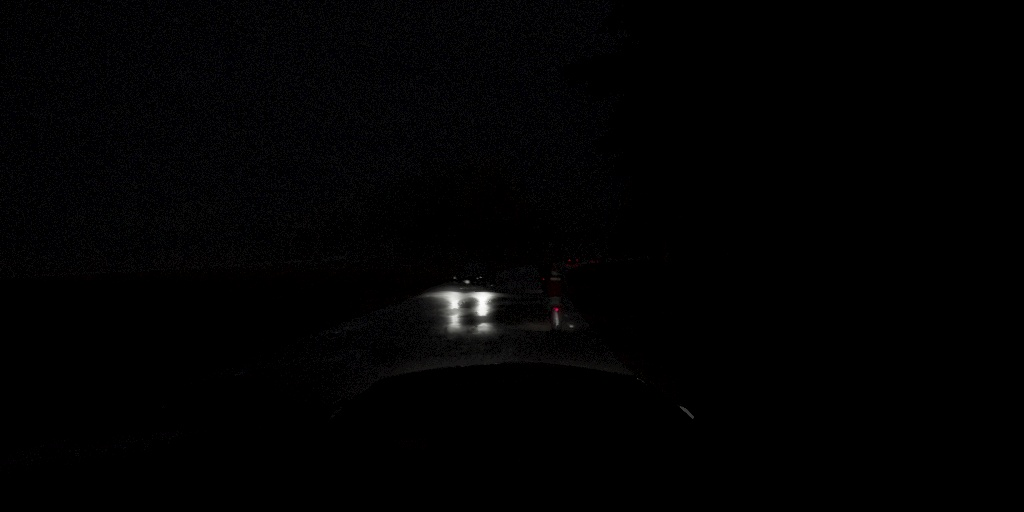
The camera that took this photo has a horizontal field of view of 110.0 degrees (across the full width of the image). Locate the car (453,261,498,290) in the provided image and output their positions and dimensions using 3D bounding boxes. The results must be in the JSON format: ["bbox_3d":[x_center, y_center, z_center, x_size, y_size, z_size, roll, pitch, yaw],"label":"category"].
[{"bbox_3d":[-2.021,1.063,20.886,1.837,1.490,4.892,0,1,7],"label":"car"}]

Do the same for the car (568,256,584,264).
[{"bbox_3d":[10.688,0.653,59.790,1.895,1.301,4.718,0,1,21],"label":"car"}]

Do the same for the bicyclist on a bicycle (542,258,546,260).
[{"bbox_3d":[1.545,0.971,17.307,0.659,1.776,1.843,0,1,5],"label":"bicyclist on a bicycle"}]

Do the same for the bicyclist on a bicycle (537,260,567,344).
[{"bbox_3d":[0.990,1.061,8.476,0.659,1.776,1.843,0,1,2],"label":"bicyclist on a bicycle"}]
